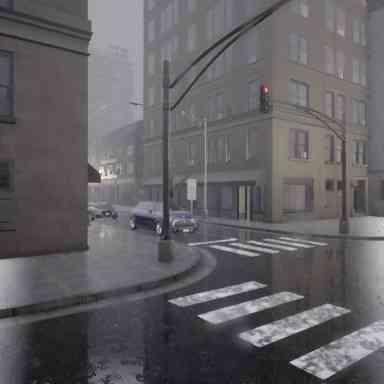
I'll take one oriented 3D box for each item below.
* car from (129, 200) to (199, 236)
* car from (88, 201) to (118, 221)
[{"bbox_3d":[-1.595,1.269,17.998,2.097,1.767,4.553,0,0,-36],"label":"car"},{"bbox_3d":[-7.390,1.428,26.105,1.994,1.385,4.181,0,0,-35],"label":"car"}]
